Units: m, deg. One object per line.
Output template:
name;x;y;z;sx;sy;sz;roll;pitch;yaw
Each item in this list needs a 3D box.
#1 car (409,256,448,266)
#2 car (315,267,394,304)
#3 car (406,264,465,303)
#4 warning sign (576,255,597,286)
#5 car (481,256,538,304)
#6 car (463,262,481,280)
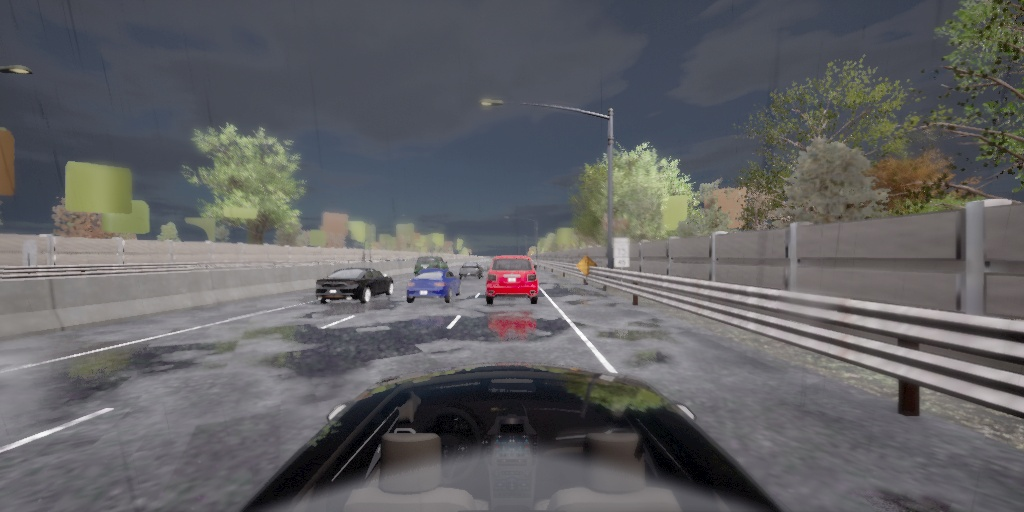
car;-7.001;1.020;31.531;2.150;2.045;5.566;0;0;0
car;-7.000;1.239;16.500;1.882;1.535;5.008;0;0;0
car;-3.500;1.287;16.500;1.812;1.442;4.674;0;0;0
warning sign;4.550;0.871;21.842;1.300;1.860;1.060;0;0;0
car;-0.001;1.012;16.530;2.150;2.045;5.566;0;0;0
car;-3.500;1.257;31.501;2.128;1.511;4.902;0;0;0
